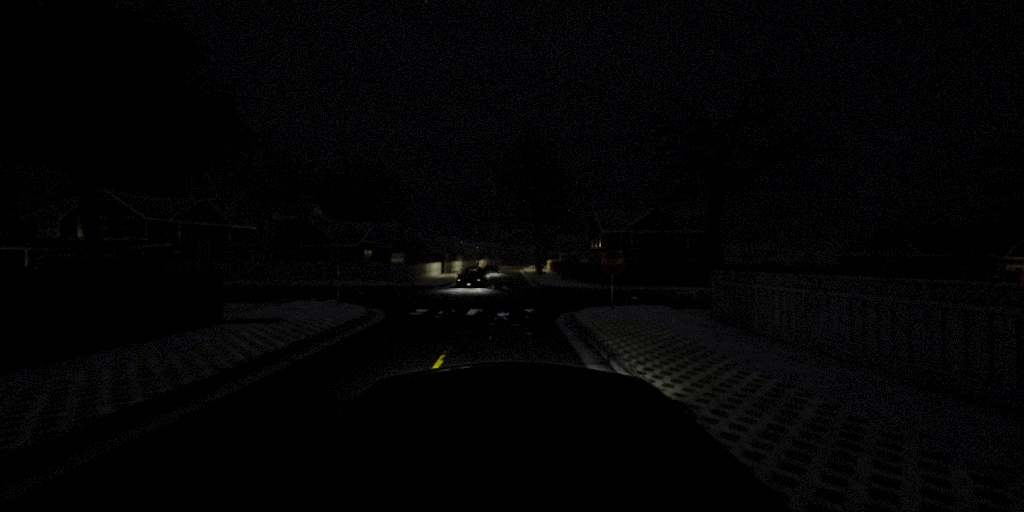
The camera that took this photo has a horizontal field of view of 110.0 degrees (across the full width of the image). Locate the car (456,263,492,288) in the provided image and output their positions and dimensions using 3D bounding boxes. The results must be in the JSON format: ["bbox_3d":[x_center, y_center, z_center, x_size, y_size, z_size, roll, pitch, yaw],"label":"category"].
[{"bbox_3d":[-2.819,1.476,26.033,2.033,1.411,5.357,0,0,0],"label":"car"}]

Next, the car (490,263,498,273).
[{"bbox_3d":[-2.865,1.642,49.412,1.895,1.301,4.718,0,0,0],"label":"car"}]

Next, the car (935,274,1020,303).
[{"bbox_3d":[25.160,1.761,19.864,4.902,1.511,2.128,1,1,1],"label":"car"}]

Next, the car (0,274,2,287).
[{"bbox_3d":[-26.706,1.130,17.347,5.008,1.535,1.882,0,1,1],"label":"car"}]
